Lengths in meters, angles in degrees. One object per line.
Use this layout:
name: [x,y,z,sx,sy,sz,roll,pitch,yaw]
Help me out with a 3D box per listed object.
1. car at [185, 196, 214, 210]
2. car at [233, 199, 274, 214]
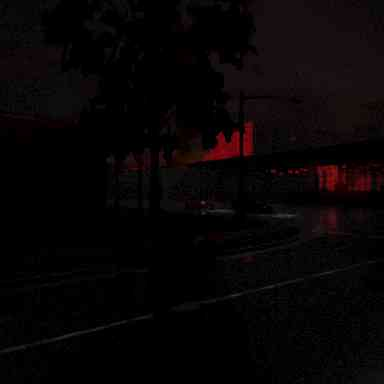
car: [0.958,1.352,43.580,2.097,1.767,4.553,0,0,-33]
car: [6.426,1.478,35.385,1.882,1.535,5.008,0,0,-34]
